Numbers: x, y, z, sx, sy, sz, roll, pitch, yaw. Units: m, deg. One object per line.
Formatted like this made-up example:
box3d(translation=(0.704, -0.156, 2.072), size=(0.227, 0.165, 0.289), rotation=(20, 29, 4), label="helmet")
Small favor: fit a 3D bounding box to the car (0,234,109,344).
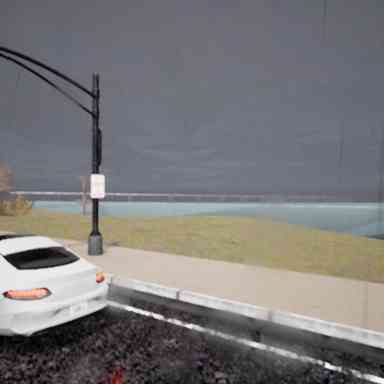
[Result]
box3d(translation=(-3.527, 1.520, 6.172), size=(4.674, 1.442, 1.812), rotation=(0, 0, 35), label="car")
